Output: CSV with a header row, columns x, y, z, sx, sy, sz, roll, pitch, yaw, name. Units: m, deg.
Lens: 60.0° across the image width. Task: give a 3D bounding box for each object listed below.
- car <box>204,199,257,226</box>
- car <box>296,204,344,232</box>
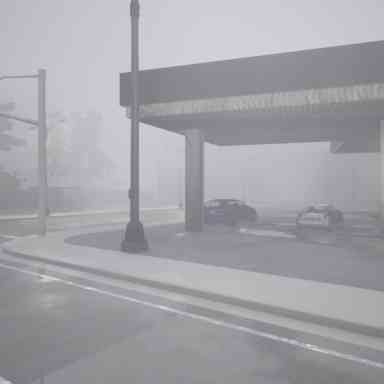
x,y,z,sx,sy,sz,roll,pitch,yaw,name
2.624,1.295,22.607,2.242,1.667,4.611,0,0,37,car
7.698,1.456,19.805,1.970,1.475,3.806,0,0,37,car
